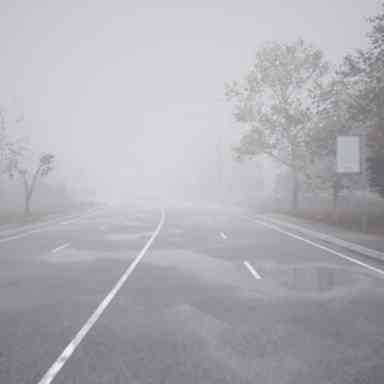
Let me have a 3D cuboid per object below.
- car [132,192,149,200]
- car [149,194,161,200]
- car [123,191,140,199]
[{"bbox_3d":[-12.298,1.229,79.408,1.812,1.442,4.674,0,0,-24],"label":"car"},{"bbox_3d":[-9.016,1.158,80.624,1.882,1.535,5.008,0,0,-24],"label":"car"},{"bbox_3d":[-16.576,0.781,88.732,2.150,2.045,5.566,0,0,-28],"label":"car"}]
